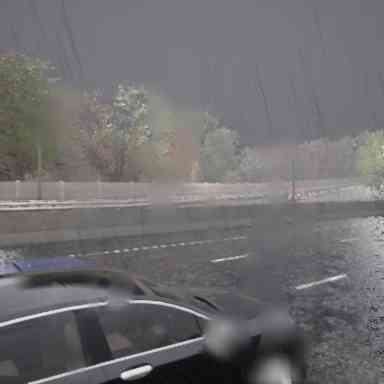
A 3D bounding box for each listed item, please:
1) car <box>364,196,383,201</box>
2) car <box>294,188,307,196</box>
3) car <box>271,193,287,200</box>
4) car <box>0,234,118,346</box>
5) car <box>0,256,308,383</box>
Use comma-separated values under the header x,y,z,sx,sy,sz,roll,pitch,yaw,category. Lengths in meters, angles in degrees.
x,y,z,sx,sy,sz,roll,pitch,yaw,category
30.740,1.496,55.900,4.902,1.511,2.128,0,0,-35,car
25.850,0.133,79.716,2.150,2.045,5.566,0,2,33,car
17.384,0.912,66.404,1.895,1.301,4.718,0,1,31,car
-3.798,1.601,5.340,4.718,1.301,1.895,0,0,-35,car
-0.936,1.505,3.074,4.892,1.490,1.837,0,0,-35,car
